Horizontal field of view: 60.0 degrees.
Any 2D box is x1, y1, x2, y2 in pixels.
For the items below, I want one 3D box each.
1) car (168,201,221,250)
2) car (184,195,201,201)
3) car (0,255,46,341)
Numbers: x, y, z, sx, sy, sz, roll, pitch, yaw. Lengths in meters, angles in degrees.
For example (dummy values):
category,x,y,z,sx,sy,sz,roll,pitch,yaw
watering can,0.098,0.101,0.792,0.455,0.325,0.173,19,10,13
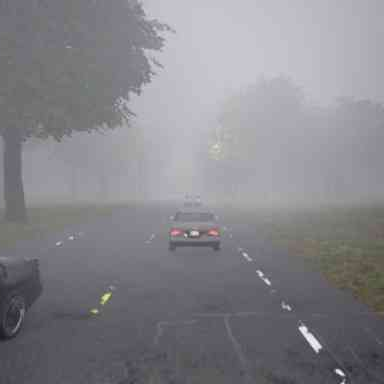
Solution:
category,x,y,z,sx,sy,sz,roll,pitch,yaw
car,0.087,1.319,13.084,2.033,1.411,5.357,0,1,0
car,0.090,0.943,37.592,1.895,1.301,4.718,0,1,0
car,-3.501,1.484,3.575,2.033,1.411,5.357,0,1,0
